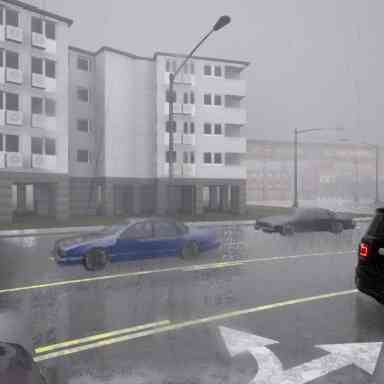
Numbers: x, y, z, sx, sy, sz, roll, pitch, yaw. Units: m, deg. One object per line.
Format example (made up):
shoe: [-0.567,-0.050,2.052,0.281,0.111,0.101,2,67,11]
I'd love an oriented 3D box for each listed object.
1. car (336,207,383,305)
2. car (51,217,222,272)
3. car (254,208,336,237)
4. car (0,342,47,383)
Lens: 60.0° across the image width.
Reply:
car: [5.697,1.221,6.288,5.566,2.045,2.150,0,0,-23]
car: [-1.654,1.547,10.890,5.357,1.411,2.033,0,0,-28]
car: [6.065,1.547,17.810,5.357,1.411,2.033,0,0,-18]
car: [-3.318,1.547,1.238,5.357,1.411,2.033,0,0,-37]
